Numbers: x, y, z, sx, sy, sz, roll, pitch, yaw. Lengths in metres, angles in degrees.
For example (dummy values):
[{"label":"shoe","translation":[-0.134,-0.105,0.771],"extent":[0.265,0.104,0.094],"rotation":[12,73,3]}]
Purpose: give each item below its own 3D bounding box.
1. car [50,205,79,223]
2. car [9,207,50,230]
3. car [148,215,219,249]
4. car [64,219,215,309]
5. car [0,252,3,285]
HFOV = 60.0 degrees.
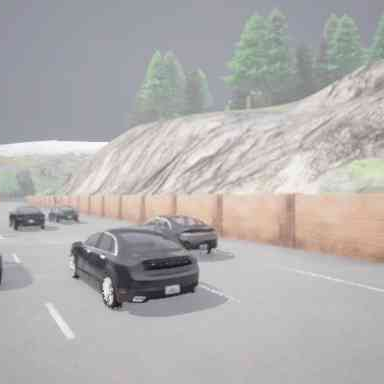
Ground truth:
[{"label":"car","translation":[-11.303,1.905,29.269],"extent":[1.812,1.442,4.674],"rotation":[1,-1,-34]},{"label":"car","translation":[-11.782,1.772,23.659],"extent":[1.882,1.535,5.008],"rotation":[1,-1,-33]},{"label":"car","translation":[-0.919,1.689,13.529],"extent":[2.128,1.511,4.902],"rotation":[1,-1,-33]},{"label":"car","translation":[-1.687,1.622,8.331],"extent":[1.837,1.490,4.892],"rotation":[1,-1,-33]},{"label":"car","translation":[-6.398,1.669,9.120],"extent":[1.994,1.385,4.181],"rotation":[1,-1,-33]}]
